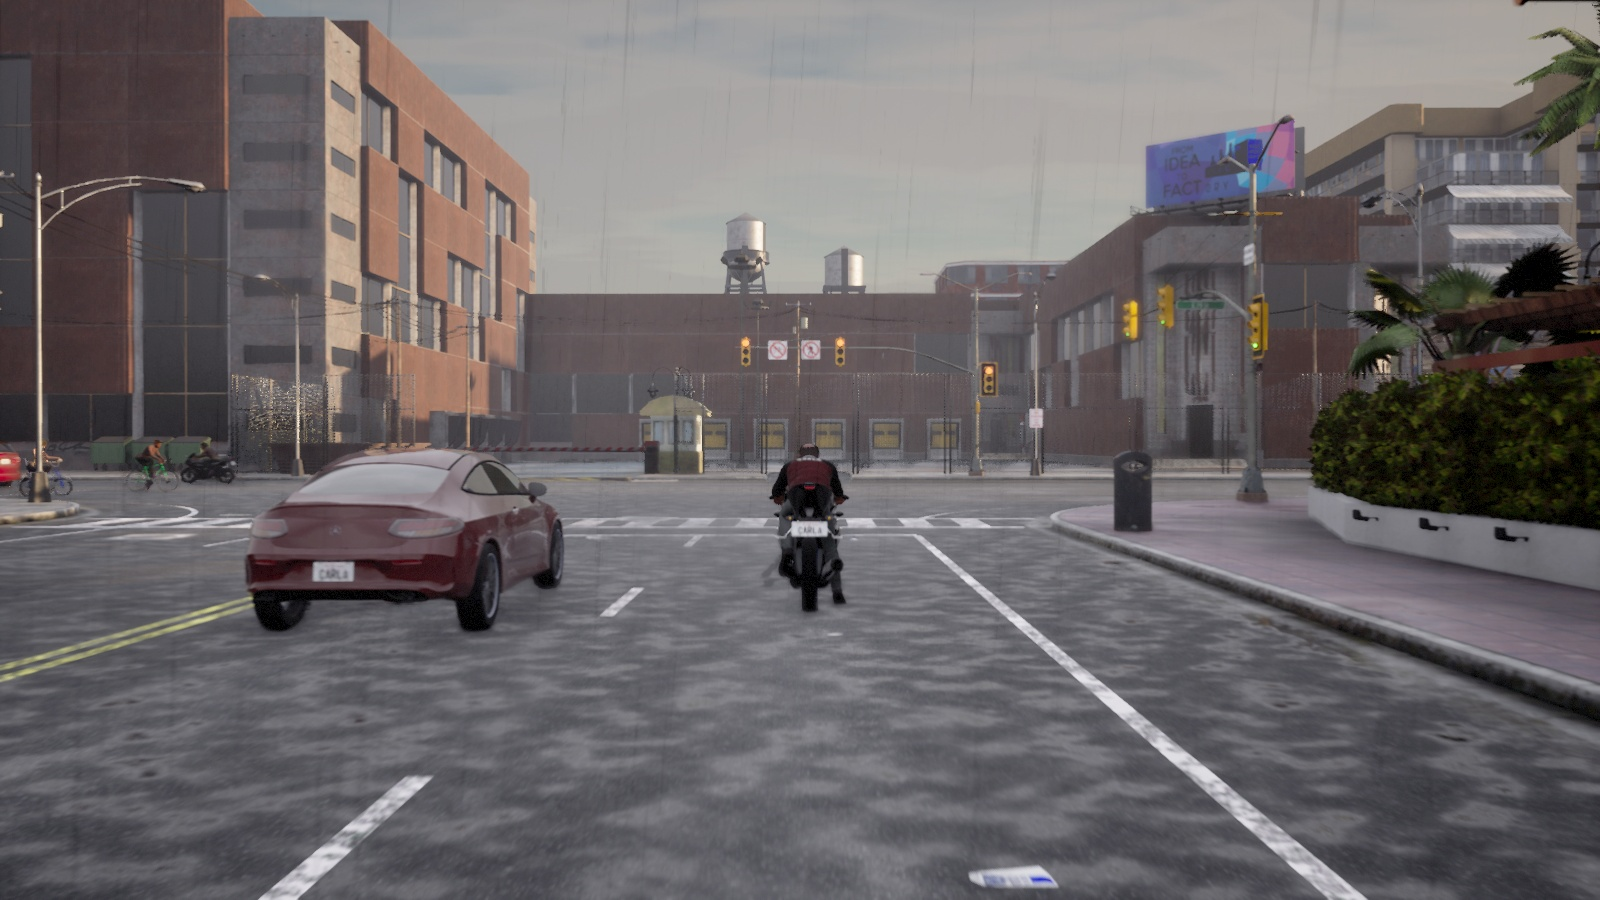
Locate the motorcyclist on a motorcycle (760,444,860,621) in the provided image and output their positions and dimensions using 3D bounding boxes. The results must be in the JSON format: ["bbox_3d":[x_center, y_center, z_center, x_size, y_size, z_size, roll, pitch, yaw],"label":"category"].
[{"bbox_3d":[0.086,0.714,11.975,0.866,1.530,2.191,0,0,0],"label":"motorcyclist on a motorcycle"}]

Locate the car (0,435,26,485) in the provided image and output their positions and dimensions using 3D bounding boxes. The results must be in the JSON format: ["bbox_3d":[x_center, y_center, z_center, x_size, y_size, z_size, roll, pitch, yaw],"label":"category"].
[{"bbox_3d":[-29.013,0.329,42.239,4.611,1.667,2.242,0,0,1],"label":"car"}]

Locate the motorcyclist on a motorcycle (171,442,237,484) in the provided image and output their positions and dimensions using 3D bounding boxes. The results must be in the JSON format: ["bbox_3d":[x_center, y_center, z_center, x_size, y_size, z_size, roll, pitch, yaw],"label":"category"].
[{"bbox_3d":[-21.650,0.454,45.633,2.044,1.523,0.797,0,0,1],"label":"motorcyclist on a motorcycle"}]

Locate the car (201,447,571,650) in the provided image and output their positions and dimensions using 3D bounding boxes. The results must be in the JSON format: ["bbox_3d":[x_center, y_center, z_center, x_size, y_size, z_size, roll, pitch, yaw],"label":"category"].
[{"bbox_3d":[-3.404,0.705,11.384,1.812,1.442,4.674,0,0,0],"label":"car"}]

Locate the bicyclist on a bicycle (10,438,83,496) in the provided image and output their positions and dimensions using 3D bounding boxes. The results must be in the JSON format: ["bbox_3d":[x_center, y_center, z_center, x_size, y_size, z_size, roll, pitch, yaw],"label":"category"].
[{"bbox_3d":[-21.069,0.468,35.129,1.509,1.612,0.866,0,0,1],"label":"bicyclist on a bicycle"}]

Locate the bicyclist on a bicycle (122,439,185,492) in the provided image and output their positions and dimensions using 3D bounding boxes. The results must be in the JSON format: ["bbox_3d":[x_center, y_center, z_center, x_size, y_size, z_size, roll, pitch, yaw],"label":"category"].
[{"bbox_3d":[-19.873,0.466,38.607,1.656,1.620,0.582,0,0,1],"label":"bicyclist on a bicycle"}]
